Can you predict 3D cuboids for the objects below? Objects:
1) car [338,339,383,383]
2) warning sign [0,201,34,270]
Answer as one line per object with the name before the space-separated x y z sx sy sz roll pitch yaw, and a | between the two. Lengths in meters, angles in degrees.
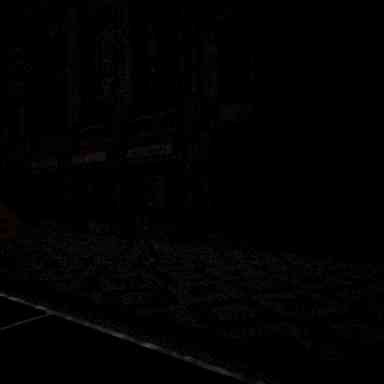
car | 2.925 1.294 0.774 5.009 1.841 2.192 -1 -1 35
warning sign | -5.543 1.221 9.730 1.060 1.860 1.300 -1 0 35
